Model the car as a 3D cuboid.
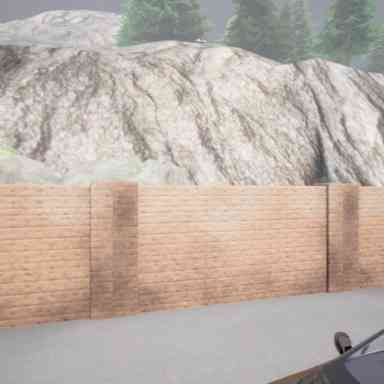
[{"bbox_3d":[2.148,1.492,1.920,4.902,1.511,2.128,0,0,-18],"label":"car"}]
